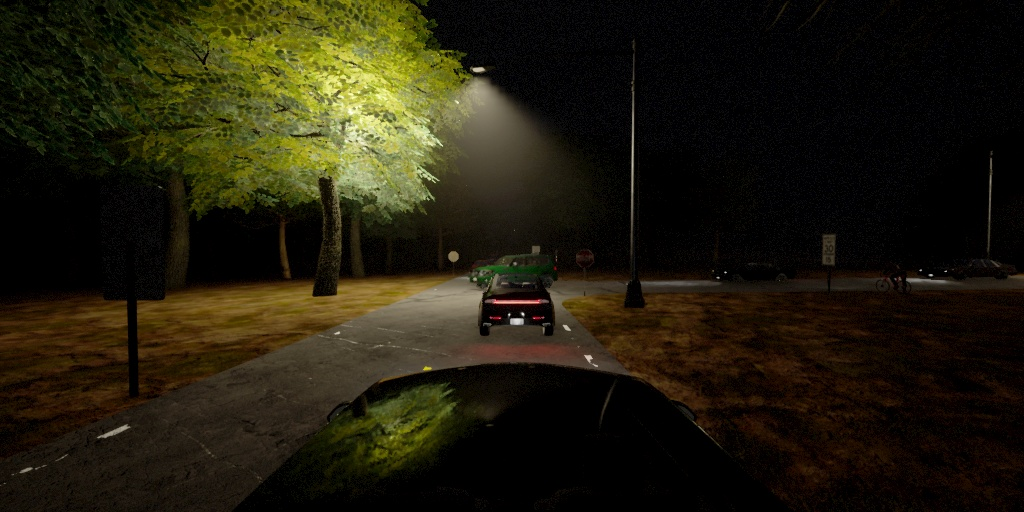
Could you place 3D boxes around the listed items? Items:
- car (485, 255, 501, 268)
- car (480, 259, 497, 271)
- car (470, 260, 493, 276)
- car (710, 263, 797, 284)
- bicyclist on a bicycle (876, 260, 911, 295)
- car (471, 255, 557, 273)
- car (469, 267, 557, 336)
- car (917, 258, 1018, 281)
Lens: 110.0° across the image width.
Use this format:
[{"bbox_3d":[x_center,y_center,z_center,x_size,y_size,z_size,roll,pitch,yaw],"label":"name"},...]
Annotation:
[{"bbox_3d":[-2.955,0.813,57.108,2.150,2.045,5.566,0,0,1],"label":"car"},{"bbox_3d":[-3.021,1.171,46.710,1.812,1.442,4.674,0,0,0],"label":"car"},{"bbox_3d":[-3.028,1.155,36.706,1.882,1.535,5.008,0,0,0],"label":"car"},{"bbox_3d":[16.017,1.108,23.982,4.718,1.301,1.895,-1,1,1],"label":"car"},{"bbox_3d":[18.570,1.038,17.492,0.582,1.620,1.656,-1,0,0],"label":"bicyclist on a bicycle"},{"bbox_3d":[0.201,0.953,21.574,5.566,2.045,2.150,0,-1,-34],"label":"car"},{"bbox_3d":[0.113,1.235,10.360,2.128,1.511,4.902,0,0,0],"label":"car"},{"bbox_3d":[30.784,0.874,24.265,5.357,1.411,2.033,-1,1,-4],"label":"car"}]
